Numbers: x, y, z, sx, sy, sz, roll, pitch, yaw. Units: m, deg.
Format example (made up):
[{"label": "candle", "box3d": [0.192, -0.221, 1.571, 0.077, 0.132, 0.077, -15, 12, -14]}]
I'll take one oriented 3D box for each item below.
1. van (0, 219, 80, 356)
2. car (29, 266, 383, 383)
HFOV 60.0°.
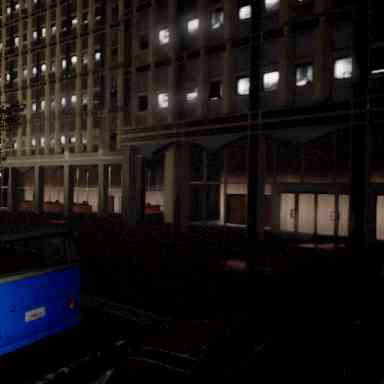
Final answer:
[{"label": "van", "box3d": [-3.528, 1.339, 5.368, 3.998, 1.788, 1.690, 0, 1, 36]}, {"label": "car", "box3d": [1.053, 1.440, 2.104, 4.097, 1.590, 1.967, 0, 1, 36]}]
